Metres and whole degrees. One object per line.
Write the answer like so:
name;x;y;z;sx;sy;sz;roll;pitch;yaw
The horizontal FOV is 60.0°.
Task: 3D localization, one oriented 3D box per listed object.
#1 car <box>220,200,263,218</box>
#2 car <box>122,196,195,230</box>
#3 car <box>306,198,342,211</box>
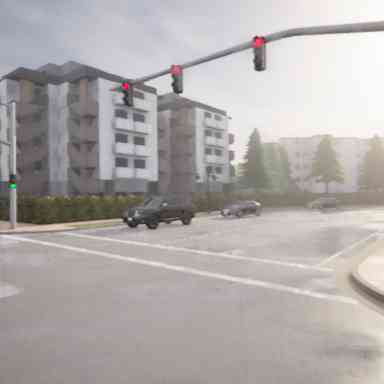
car;4.560;1.527;30.300;2.128;1.511;4.902;-1;0;43
car;-2.064;1.309;22.526;2.150;2.045;5.566;-1;0;39
car;15.737;1.428;39.586;4.902;1.511;2.128;-1;0;-31
